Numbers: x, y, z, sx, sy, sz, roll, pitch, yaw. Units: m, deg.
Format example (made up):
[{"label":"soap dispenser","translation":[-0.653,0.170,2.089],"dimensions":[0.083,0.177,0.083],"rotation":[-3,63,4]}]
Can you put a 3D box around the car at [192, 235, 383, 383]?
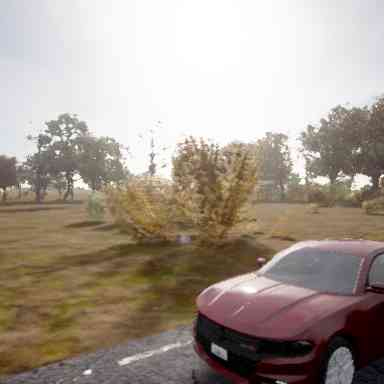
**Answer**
[{"label":"car","translation":[2.272,1.510,5.233],"dimensions":[5.008,1.535,1.882],"rotation":[0,0,-38]}]
